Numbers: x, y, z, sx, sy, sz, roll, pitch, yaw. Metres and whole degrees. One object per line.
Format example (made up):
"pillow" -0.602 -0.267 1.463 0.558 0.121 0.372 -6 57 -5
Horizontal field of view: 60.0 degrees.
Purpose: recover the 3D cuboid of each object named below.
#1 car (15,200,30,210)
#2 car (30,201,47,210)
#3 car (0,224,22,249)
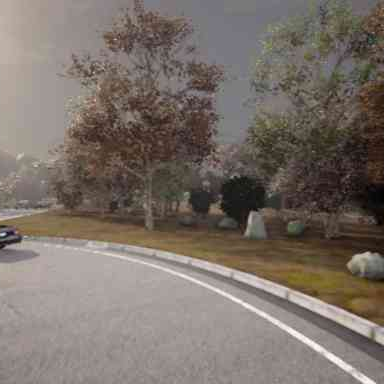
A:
"car" -28.800 2.217 57.280 1.837 1.490 4.892 -1 0 -11
"car" -24.868 2.171 55.738 2.033 1.411 5.357 -1 0 -11
"car" -9.765 1.778 14.082 5.357 1.411 2.033 -1 0 22
